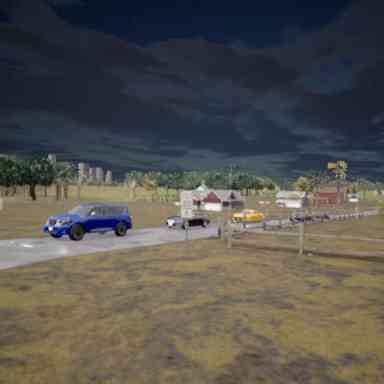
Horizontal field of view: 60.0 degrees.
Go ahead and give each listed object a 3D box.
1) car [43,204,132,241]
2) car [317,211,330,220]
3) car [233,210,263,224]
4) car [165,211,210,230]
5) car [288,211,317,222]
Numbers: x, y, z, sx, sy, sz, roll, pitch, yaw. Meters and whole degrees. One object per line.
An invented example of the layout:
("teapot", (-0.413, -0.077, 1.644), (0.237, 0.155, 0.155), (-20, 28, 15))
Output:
("car", (-6.117, 1.747, 20.391), (2.150, 2.045, 5.566), (1, -2, 35))
("car", (20.265, 3.637, 52.572), (2.033, 1.411, 5.357), (1, -2, 35))
("car", (6.433, 2.798, 38.043), (1.882, 1.535, 5.008), (1, -2, 36))
("car", (-0.281, 2.384, 28.632), (2.128, 1.511, 4.902), (1, -2, 35))
("car", (14.555, 3.270, 44.464), (2.033, 1.411, 5.357), (1, -2, 36))
